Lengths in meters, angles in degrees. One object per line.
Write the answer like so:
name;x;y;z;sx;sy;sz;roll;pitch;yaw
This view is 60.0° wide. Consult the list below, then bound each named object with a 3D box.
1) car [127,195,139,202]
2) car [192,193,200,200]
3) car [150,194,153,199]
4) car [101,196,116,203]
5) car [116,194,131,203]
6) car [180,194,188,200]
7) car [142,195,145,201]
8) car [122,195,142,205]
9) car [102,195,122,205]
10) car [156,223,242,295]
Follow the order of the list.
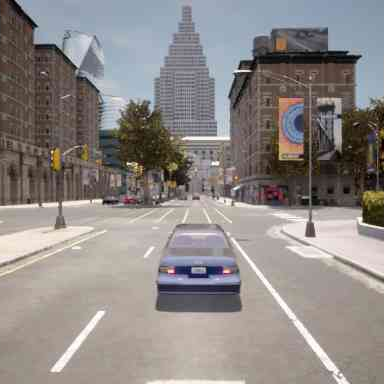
car;-14.023;1.478;78.828;1.882;1.535;5.008;0;0;1
car;1.118;1.350;89.961;2.097;1.767;4.553;0;0;1
car;-10.514;1.355;79.588;2.097;1.767;4.553;0;0;1
car;-17.387;1.595;69.776;1.895;1.301;4.718;0;0;1
car;-14.151;1.355;68.729;2.097;1.767;4.553;0;0;1
car;-2.386;1.540;89.603;2.033;1.411;5.357;0;0;1
car;-10.640;1.500;69.600;1.837;1.490;4.892;0;0;1
car;-10.832;1.478;59.804;1.882;1.535;5.008;0;0;1
car;-14.351;1.601;58.622;1.895;1.301;4.718;0;0;1
car;0.171;1.547;8.882;2.033;1.411;5.357;0;0;1
